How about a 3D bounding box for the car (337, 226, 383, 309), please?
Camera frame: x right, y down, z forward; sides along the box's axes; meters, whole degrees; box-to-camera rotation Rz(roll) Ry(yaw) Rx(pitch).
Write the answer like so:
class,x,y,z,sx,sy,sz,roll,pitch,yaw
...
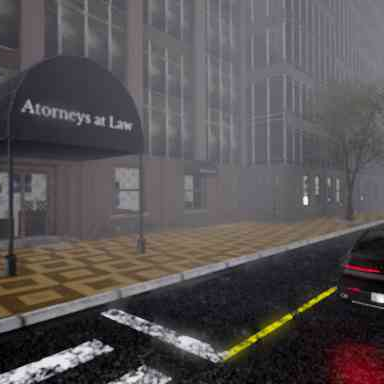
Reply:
class,x,y,z,sx,sy,sz,roll,pitch,yaw
car,4.726,1.497,7.262,1.837,1.490,4.892,-1,0,42
